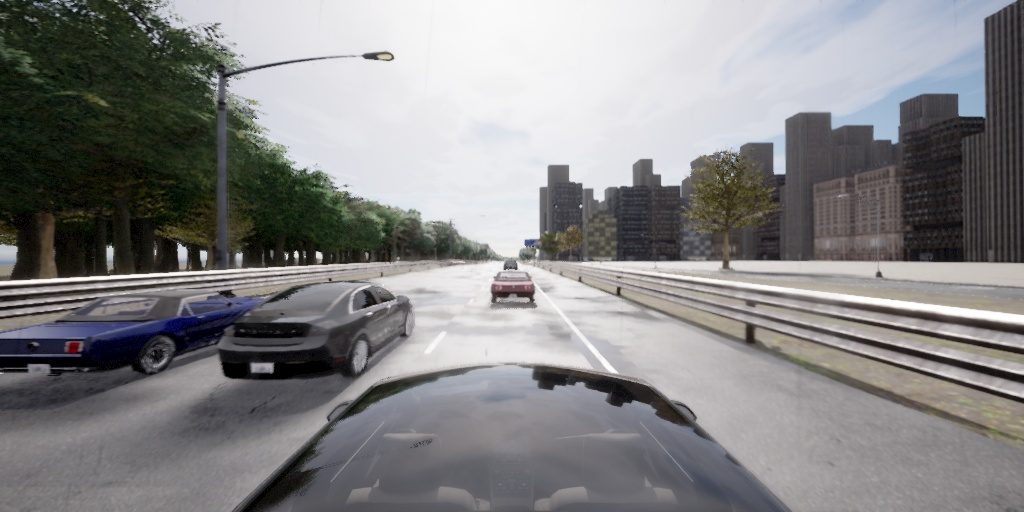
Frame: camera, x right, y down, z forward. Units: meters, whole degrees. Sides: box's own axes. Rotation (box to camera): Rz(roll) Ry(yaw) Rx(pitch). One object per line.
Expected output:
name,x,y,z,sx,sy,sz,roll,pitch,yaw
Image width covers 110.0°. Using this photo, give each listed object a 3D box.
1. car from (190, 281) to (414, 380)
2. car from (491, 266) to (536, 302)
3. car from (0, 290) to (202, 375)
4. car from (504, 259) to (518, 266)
car,-3.415,1.263,7.313,1.837,1.490,4.892,0,0,0
car,0.038,1.356,17.074,1.895,1.301,4.718,0,0,0
car,-6.914,1.357,7.460,1.895,1.301,4.718,0,0,0
car,-0.191,1.262,50.544,2.033,1.649,4.856,0,0,0
